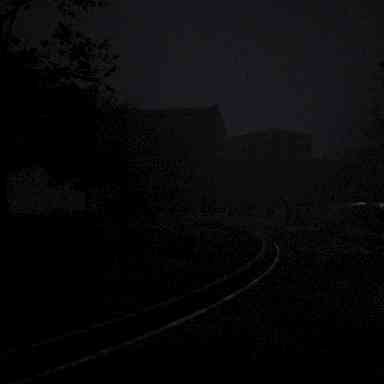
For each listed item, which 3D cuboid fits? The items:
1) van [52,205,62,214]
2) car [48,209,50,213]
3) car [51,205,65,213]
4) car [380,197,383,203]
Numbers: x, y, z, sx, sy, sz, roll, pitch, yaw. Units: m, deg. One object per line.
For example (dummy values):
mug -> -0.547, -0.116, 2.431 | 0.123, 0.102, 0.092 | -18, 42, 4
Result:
van -> -31.078, 4.112, 76.512 | 1.878, 1.987, 4.442 | 0, -4, -25
car -> -35.602, 5.141, 86.413 | 2.002, 1.452, 4.674 | 0, -4, -25
car -> -26.445, 3.601, 66.425 | 2.002, 1.452, 4.674 | 2, -5, -25
car -> 33.542, 1.100, 55.748 | 4.892, 1.490, 1.837 | -1, 0, -35
